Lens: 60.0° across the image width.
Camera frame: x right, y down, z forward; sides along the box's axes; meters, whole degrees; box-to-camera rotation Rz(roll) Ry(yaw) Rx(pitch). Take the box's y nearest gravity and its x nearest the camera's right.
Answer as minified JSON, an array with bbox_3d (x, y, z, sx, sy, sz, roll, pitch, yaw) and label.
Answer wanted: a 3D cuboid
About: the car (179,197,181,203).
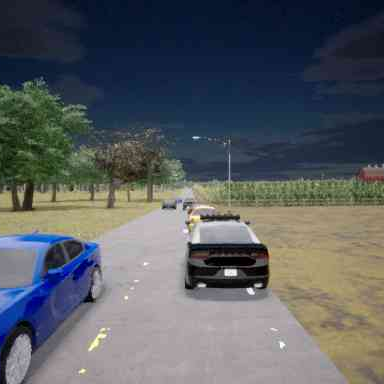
[{"bbox_3d":[-3.307,1.927,79.574,1.882,1.535,5.008,0,0,0],"label":"car"}]

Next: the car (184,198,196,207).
[{"bbox_3d":[-0.421,1.879,60.059,2.033,1.411,5.357,0,0,0],"label":"car"}]

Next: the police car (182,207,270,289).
[{"bbox_3d":[0.762,1.430,9.301,1.930,1.638,5.238,0,0,0],"label":"police car"}]

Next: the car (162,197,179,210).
[{"bbox_3d":[-3.174,1.700,46.637,1.882,1.535,5.008,0,-1,0],"label":"car"}]

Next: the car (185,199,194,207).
[{"bbox_3d":[0.650,1.537,25.197,1.882,1.535,5.008,0,0,0],"label":"car"}]

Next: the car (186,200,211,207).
[{"bbox_3d":[0.691,1.488,19.383,1.801,1.575,5.366,0,0,0],"label":"car"}]

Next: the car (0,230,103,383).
[{"bbox_3d":[-2.883,1.477,5.366,1.882,1.535,5.008,0,0,0],"label":"car"}]

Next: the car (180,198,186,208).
[{"bbox_3d":[-0.313,1.723,46.235,1.837,1.490,4.892,0,-1,0],"label":"car"}]
